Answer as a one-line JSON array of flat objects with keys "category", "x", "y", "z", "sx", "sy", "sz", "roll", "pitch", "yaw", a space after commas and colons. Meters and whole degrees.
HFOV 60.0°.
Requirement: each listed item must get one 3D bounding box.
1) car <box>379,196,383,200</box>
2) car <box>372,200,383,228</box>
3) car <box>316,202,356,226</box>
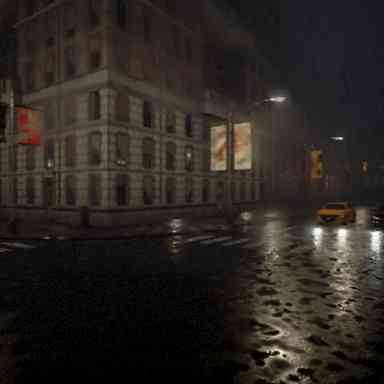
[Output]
[{"category": "car", "x": 47.490, "y": 1.625, "z": 82.391, "sx": 1.895, "sy": 1.301, "sz": 4.718, "roll": 0, "pitch": 0, "yaw": 35}, {"category": "car", "x": 12.981, "y": 1.512, "z": 21.533, "sx": 1.837, "sy": 1.490, "sz": 4.892, "roll": 0, "pitch": 0, "yaw": 36}, {"category": "car", "x": 10.484, "y": 1.493, "z": 24.075, "sx": 1.882, "sy": 1.535, "sz": 5.008, "roll": 0, "pitch": 0, "yaw": 35}]
